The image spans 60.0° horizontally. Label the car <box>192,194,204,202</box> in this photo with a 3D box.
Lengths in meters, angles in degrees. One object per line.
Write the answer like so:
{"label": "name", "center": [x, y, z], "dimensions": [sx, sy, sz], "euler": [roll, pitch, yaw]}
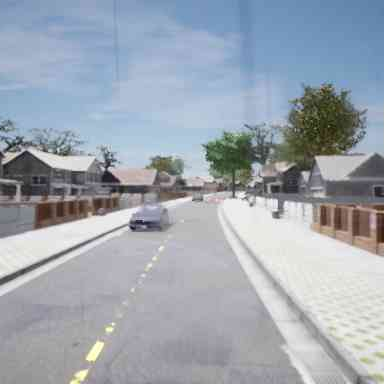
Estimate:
{"label": "car", "center": [1.182, 1.076, 61.706], "dimensions": [1.812, 1.442, 4.674], "euler": [0, 1, 8]}

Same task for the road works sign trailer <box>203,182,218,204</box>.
{"label": "road works sign trailer", "center": [3.141, 0.087, 55.047], "dimensions": [2.380, 3.560, 2.880], "euler": [0, 1, 7]}

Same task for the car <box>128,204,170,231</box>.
{"label": "car", "center": [-2.393, 1.446, 19.976], "dimensions": [2.033, 1.411, 5.357], "euler": [0, 0, 2]}
